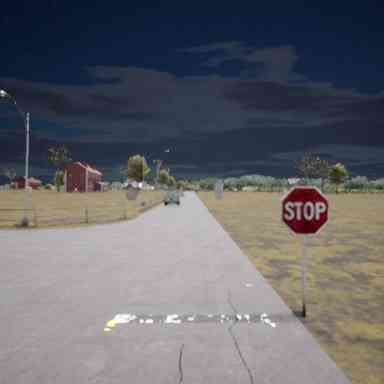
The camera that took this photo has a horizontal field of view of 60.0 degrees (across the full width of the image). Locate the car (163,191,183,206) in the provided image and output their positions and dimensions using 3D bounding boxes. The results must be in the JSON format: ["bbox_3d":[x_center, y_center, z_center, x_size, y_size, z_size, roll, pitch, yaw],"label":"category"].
[{"bbox_3d":[-2.830,0.923,47.945,2.150,2.045,5.566,0,1,0],"label":"car"}]

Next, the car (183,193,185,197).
[{"bbox_3d":[-2.939,0.738,89.466,1.994,1.385,4.181,0,1,0],"label":"car"}]
